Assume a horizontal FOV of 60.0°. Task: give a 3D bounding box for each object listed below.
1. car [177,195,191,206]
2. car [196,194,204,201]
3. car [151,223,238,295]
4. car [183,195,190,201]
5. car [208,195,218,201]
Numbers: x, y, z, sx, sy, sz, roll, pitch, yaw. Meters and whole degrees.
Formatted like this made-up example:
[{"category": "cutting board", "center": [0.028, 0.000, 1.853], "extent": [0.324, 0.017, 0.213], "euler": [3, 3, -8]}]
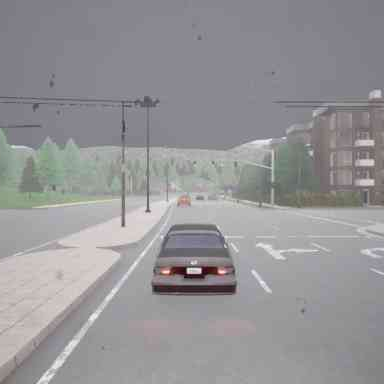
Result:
[{"category": "car", "center": [-1.300, 1.352, 54.588], "extent": [2.097, 1.767, 4.553], "euler": [0, 0, -1]}, {"category": "car", "center": [2.069, 1.477, 85.448], "extent": [1.882, 1.535, 5.008], "euler": [0, 0, 0]}, {"category": "car", "center": [0.052, 1.547, 8.841], "extent": [2.033, 1.411, 5.357], "euler": [0, 0, 0]}, {"category": "car", "center": [-1.431, 1.523, 85.413], "extent": [1.812, 1.442, 4.674], "euler": [0, 0, 0]}, {"category": "car", "center": [5.569, 1.539, 85.452], "extent": [2.033, 1.411, 5.357], "euler": [0, 0, 0]}]
